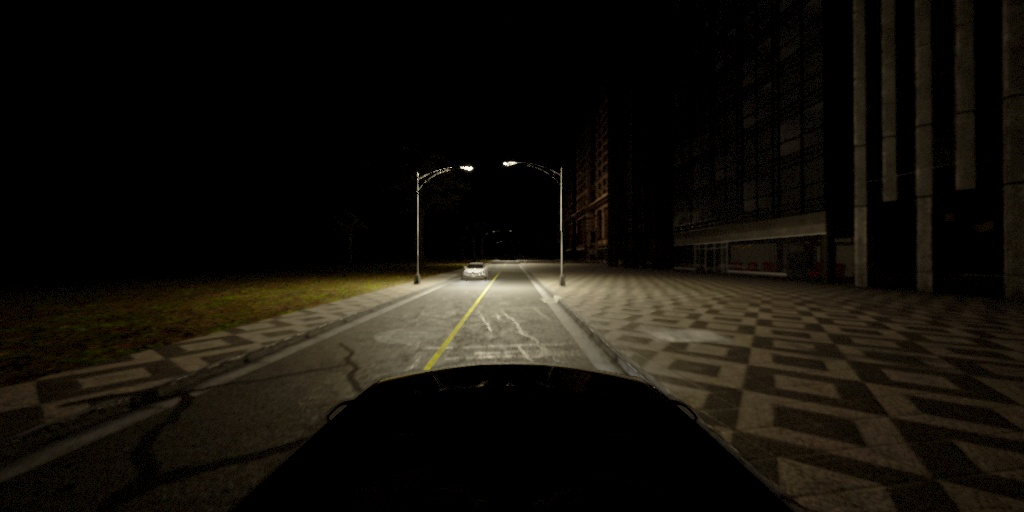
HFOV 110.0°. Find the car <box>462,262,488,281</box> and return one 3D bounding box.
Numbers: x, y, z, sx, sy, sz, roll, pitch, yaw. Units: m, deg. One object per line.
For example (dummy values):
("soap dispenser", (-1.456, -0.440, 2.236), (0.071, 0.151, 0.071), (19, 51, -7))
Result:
("car", (-3.025, 1.276, 30.468), (1.812, 1.442, 4.674), (0, 0, 0))
